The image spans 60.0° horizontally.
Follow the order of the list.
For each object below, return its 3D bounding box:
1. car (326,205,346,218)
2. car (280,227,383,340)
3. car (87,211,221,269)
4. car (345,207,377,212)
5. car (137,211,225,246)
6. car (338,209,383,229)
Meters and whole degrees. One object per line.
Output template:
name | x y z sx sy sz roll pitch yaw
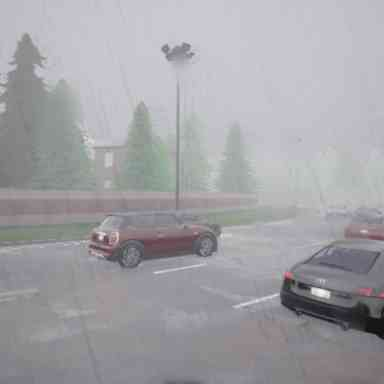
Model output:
car | 15.713 2.059 35.569 1.895 1.301 4.718 0 -1 32
car | 3.657 1.655 6.753 4.181 1.385 1.994 1 -1 -40
car | -1.224 1.470 11.810 4.553 1.767 2.097 1 -1 -39
car | 14.676 1.919 27.823 2.033 1.411 5.357 0 -1 35
car | -0.453 1.738 17.000 4.181 1.385 1.994 1 -1 -42
car | 9.227 1.788 16.583 1.994 1.385 4.181 0 -1 44
